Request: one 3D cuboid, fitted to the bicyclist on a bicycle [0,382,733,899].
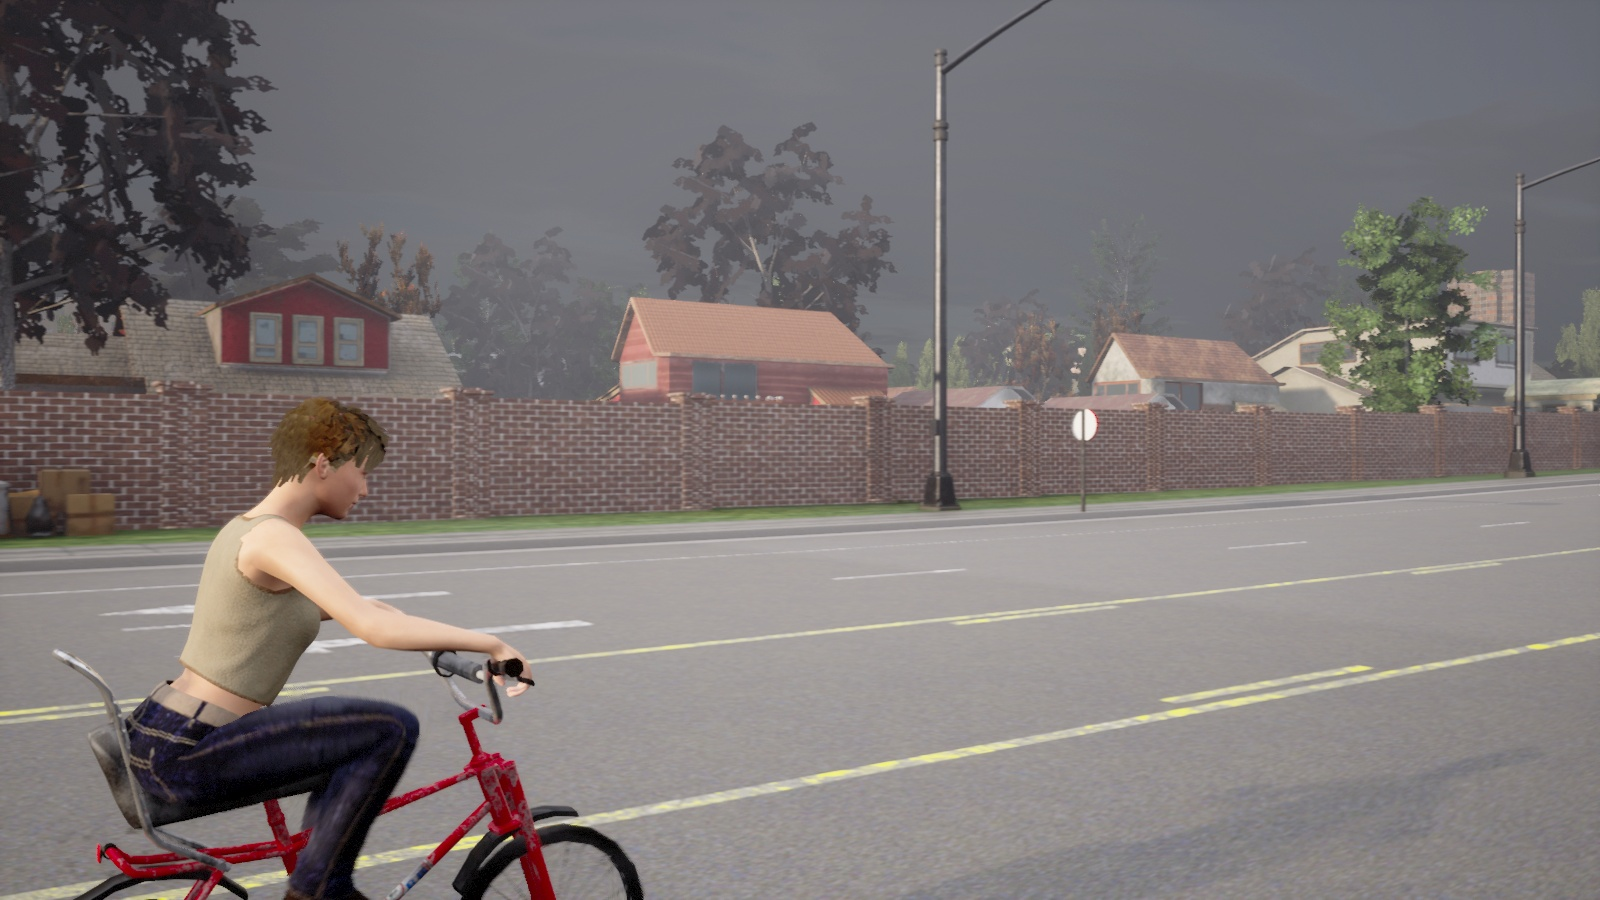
[{"bbox_3d":[-1.027,0.691,2.937,1.509,1.612,0.866,0,0,-35],"label":"bicyclist on a bicycle"}]
